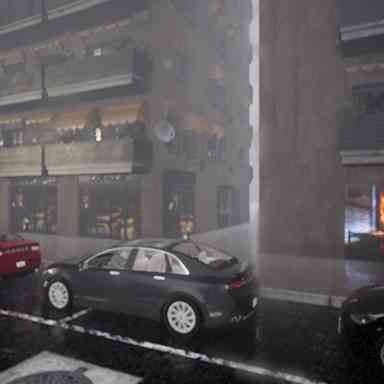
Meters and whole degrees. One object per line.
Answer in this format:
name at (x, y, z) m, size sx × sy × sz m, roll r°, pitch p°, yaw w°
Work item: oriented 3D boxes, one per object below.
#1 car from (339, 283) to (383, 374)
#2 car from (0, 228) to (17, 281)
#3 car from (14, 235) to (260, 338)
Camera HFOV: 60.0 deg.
car at (4.141, 1.573, 3.961) m, size 4.313 × 1.339 × 1.947 m, roll 0°, pitch 0°, yaw 25°
car at (-6.039, 1.561, 8.776) m, size 4.507 × 1.381 × 1.887 m, roll 0°, pitch 0°, yaw 25°
car at (-0.949, 1.563, 6.368) m, size 4.403 × 1.369 × 2.008 m, roll 0°, pitch 0°, yaw 25°
